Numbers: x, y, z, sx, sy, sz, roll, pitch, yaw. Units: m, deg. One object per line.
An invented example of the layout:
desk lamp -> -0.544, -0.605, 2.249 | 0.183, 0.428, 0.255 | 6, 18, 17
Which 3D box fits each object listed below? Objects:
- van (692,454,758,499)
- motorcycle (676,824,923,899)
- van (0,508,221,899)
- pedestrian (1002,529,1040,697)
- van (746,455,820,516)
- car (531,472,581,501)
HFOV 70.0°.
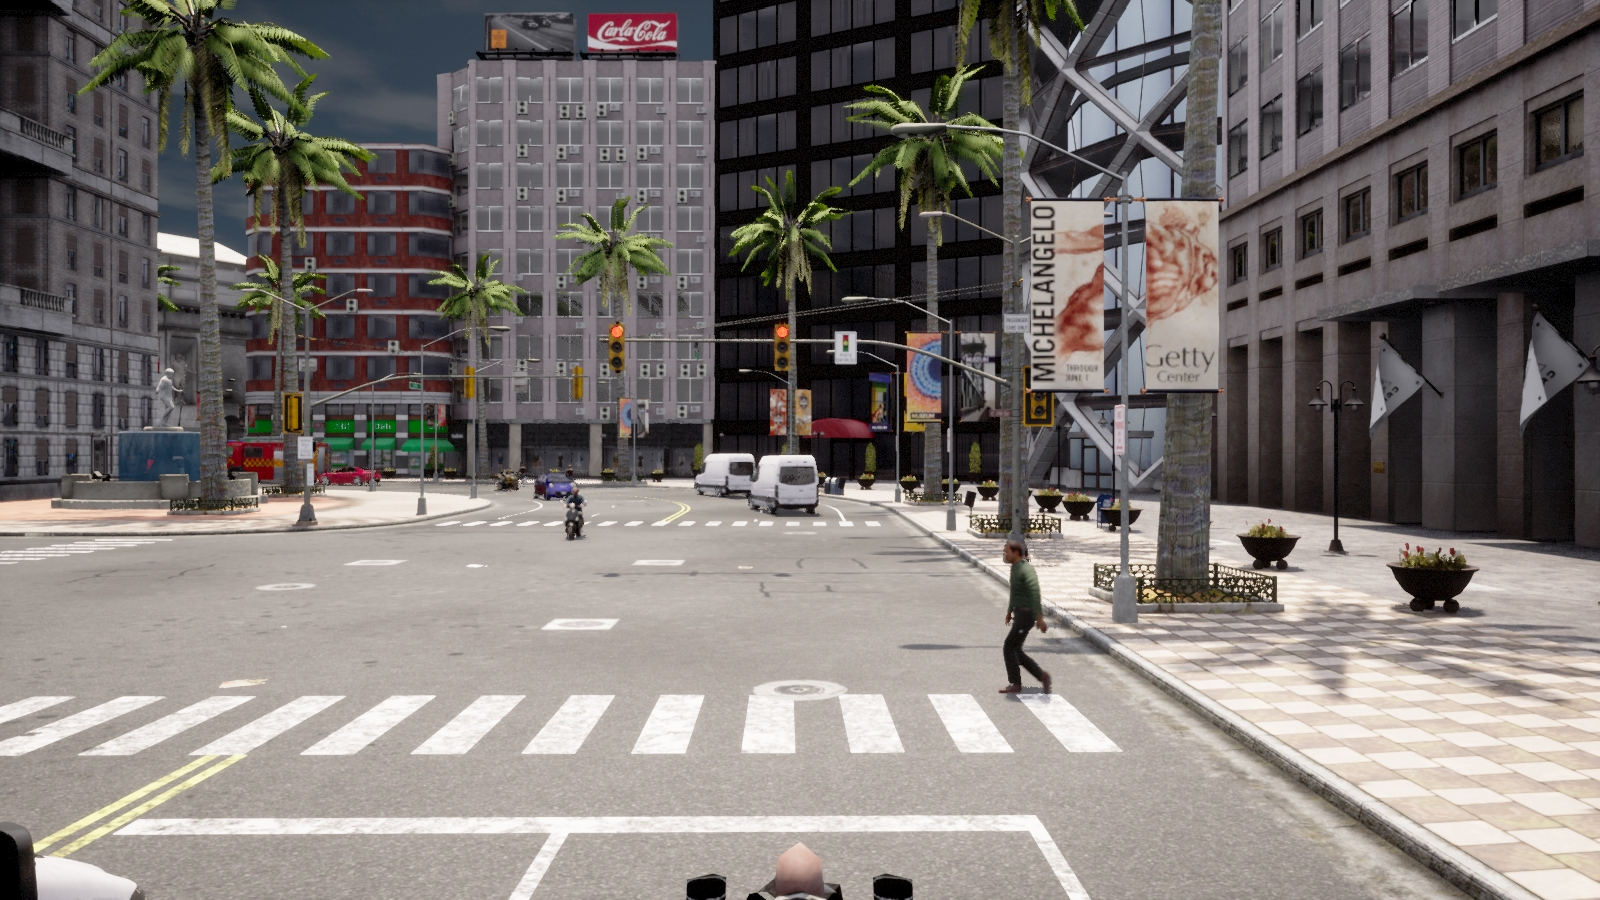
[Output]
van -> -4.563, 1.507, 68.461 | 1.988, 2.561, 5.915 | 0, 0, -25
motorcycle -> -0.001, 2.203, 3.717 | 0.867, 1.251, 2.209 | 0, 0, 0
van -> -3.507, 1.533, 1.998 | 1.988, 2.561, 5.915 | 0, 0, 0
pedestrian -> 2.515, 1.843, 13.012 | 0.375, 1.860, 0.375 | 0, 0, 1
van -> -0.834, 1.514, 51.352 | 1.988, 2.561, 5.915 | 0, 0, -14
car -> -13.563, 2.013, 63.342 | 1.845, 1.501, 3.633 | 0, 0, -26
